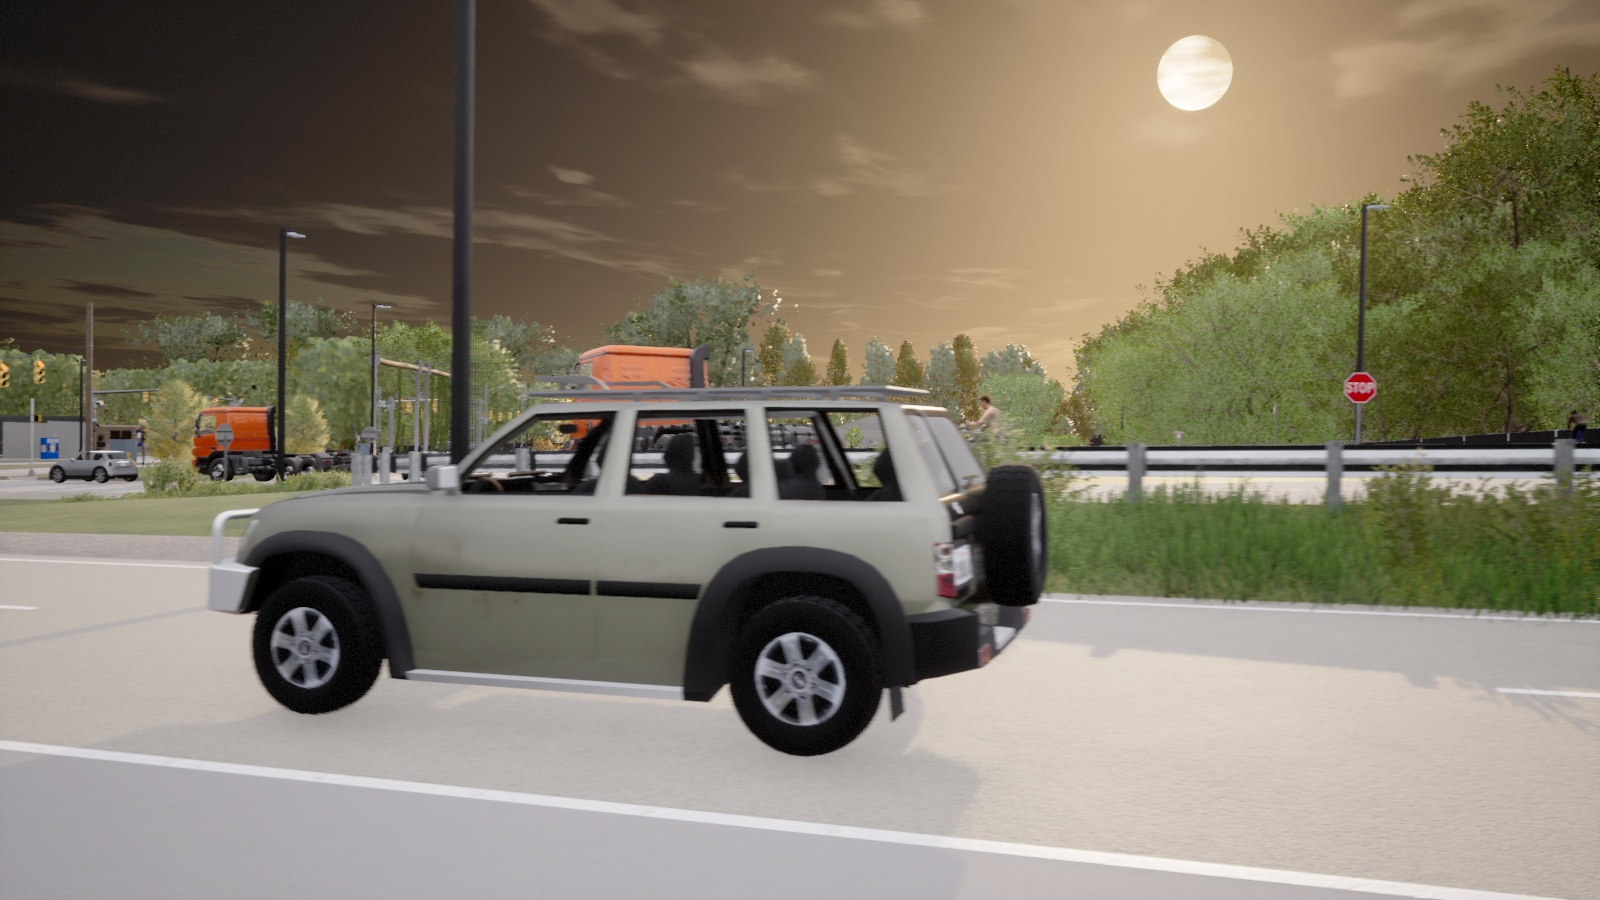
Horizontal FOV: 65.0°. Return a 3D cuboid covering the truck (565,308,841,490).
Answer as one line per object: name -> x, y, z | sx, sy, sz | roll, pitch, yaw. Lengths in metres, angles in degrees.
truck -> -2.451, -0.878, 27.998 | 2.891, 3.462, 7.936 | 1, -2, -31

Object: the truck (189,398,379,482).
truck -> -22.622, -0.438, 54.997 | 7.936, 3.462, 2.891 | 0, 1, 22

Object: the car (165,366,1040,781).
car -> -1.077, 0.519, 7.245 | 4.605, 1.855, 1.932 | 1, 1, 19

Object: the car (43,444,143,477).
car -> -32.885, 0.485, 58.416 | 3.806, 1.475, 1.970 | 0, 1, 18
